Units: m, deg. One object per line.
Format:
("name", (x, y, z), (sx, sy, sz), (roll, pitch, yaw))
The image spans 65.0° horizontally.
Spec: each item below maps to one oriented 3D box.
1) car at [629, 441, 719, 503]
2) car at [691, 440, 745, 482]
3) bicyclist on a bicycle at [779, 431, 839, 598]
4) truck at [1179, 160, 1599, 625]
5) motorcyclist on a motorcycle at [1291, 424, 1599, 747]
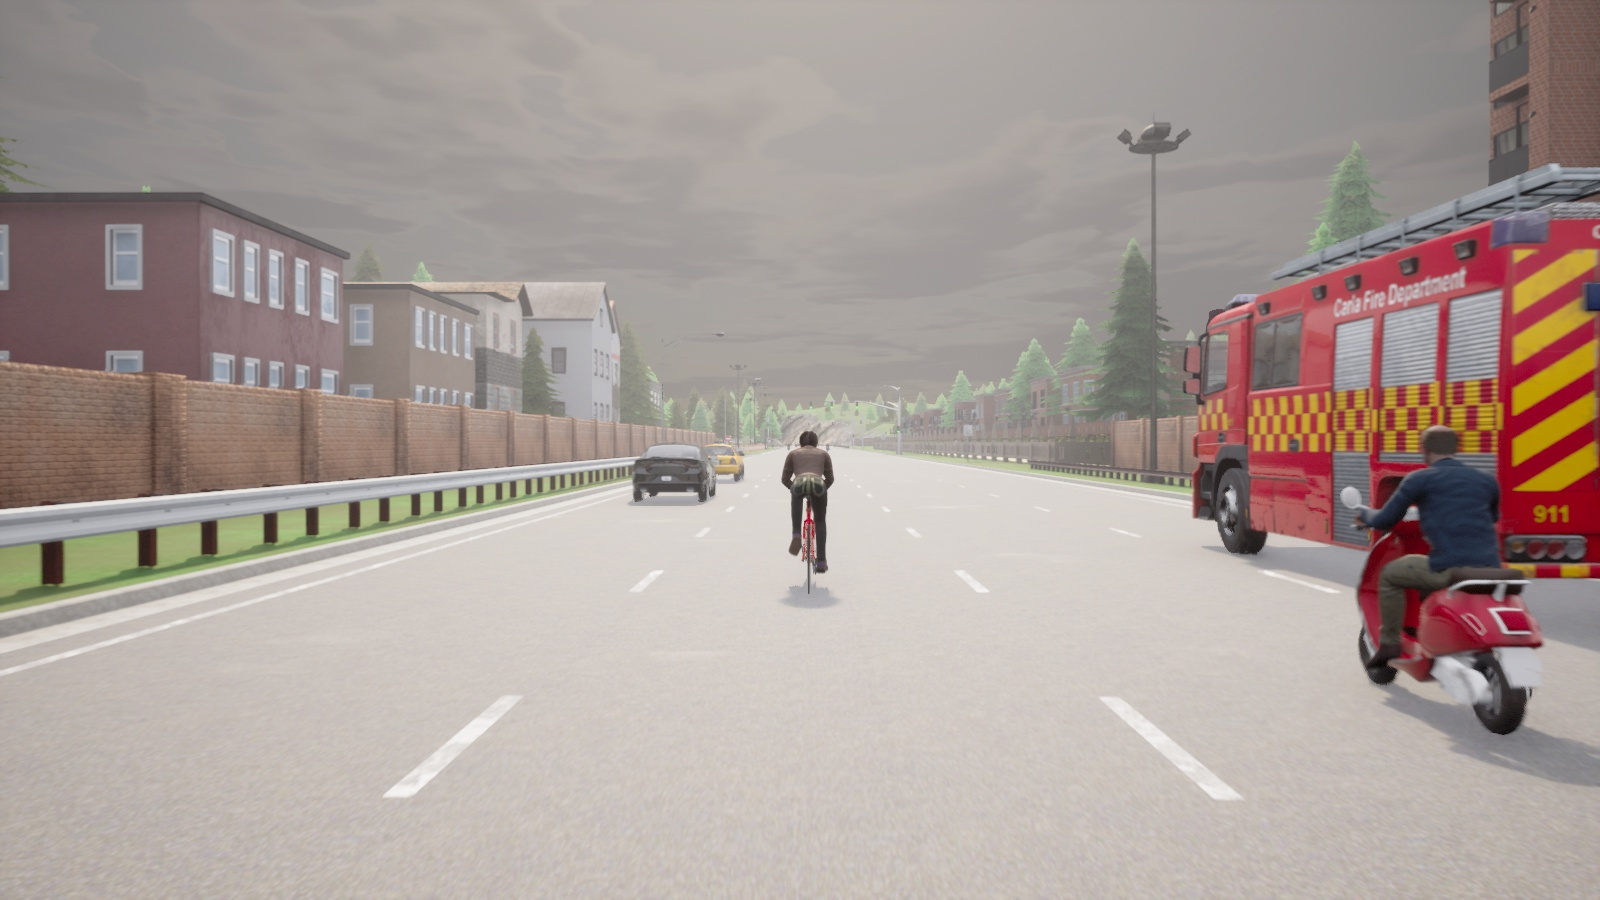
("car", (-3.293, 0.532, 33.672), (1.882, 1.535, 5.008), (0, 0, 0))
("car", (-3.201, 0.401, 49.948), (1.801, 1.575, 5.366), (0, 0, 0))
("bicyclist on a bicycle", (0.089, 0.626, 13.025), (0.582, 1.620, 1.656), (0, 0, 0))
("truck", (7.099, -0.495, 14.559), (2.891, 3.827, 8.468), (0, 0, 0))
("motorcyclist on a motorcycle", (3.556, 0.663, 7.086), (0.866, 1.590, 1.817), (0, 0, 0))
